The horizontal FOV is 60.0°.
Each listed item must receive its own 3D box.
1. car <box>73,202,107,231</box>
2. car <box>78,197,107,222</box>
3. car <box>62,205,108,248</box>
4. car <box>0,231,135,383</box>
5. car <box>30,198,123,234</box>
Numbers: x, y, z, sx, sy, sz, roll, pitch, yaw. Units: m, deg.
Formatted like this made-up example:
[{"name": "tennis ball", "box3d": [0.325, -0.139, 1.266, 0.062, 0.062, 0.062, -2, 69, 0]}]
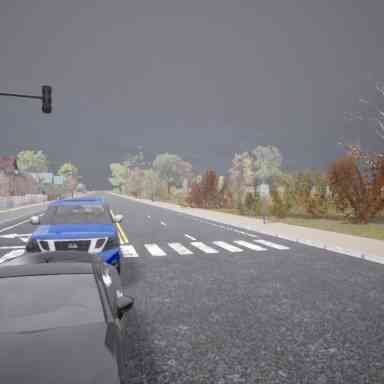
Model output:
[{"name": "car", "box3d": [-6.617, 1.467, 21.778, 1.882, 1.535, 5.008, 0, 0, -16]}, {"name": "car", "box3d": [-8.192, 1.337, 27.507, 2.097, 1.767, 4.553, 0, 0, -15]}, {"name": "car", "box3d": [-5.035, 1.498, 16.036, 1.837, 1.490, 4.892, 0, 0, -15]}, {"name": "car", "box3d": [-1.708, 1.524, 3.883, 1.812, 1.442, 4.674, 0, 0, -13]}, {"name": "car", "box3d": [-3.362, 1.218, 9.968, 2.150, 2.045, 5.566, 0, 0, -15]}]
